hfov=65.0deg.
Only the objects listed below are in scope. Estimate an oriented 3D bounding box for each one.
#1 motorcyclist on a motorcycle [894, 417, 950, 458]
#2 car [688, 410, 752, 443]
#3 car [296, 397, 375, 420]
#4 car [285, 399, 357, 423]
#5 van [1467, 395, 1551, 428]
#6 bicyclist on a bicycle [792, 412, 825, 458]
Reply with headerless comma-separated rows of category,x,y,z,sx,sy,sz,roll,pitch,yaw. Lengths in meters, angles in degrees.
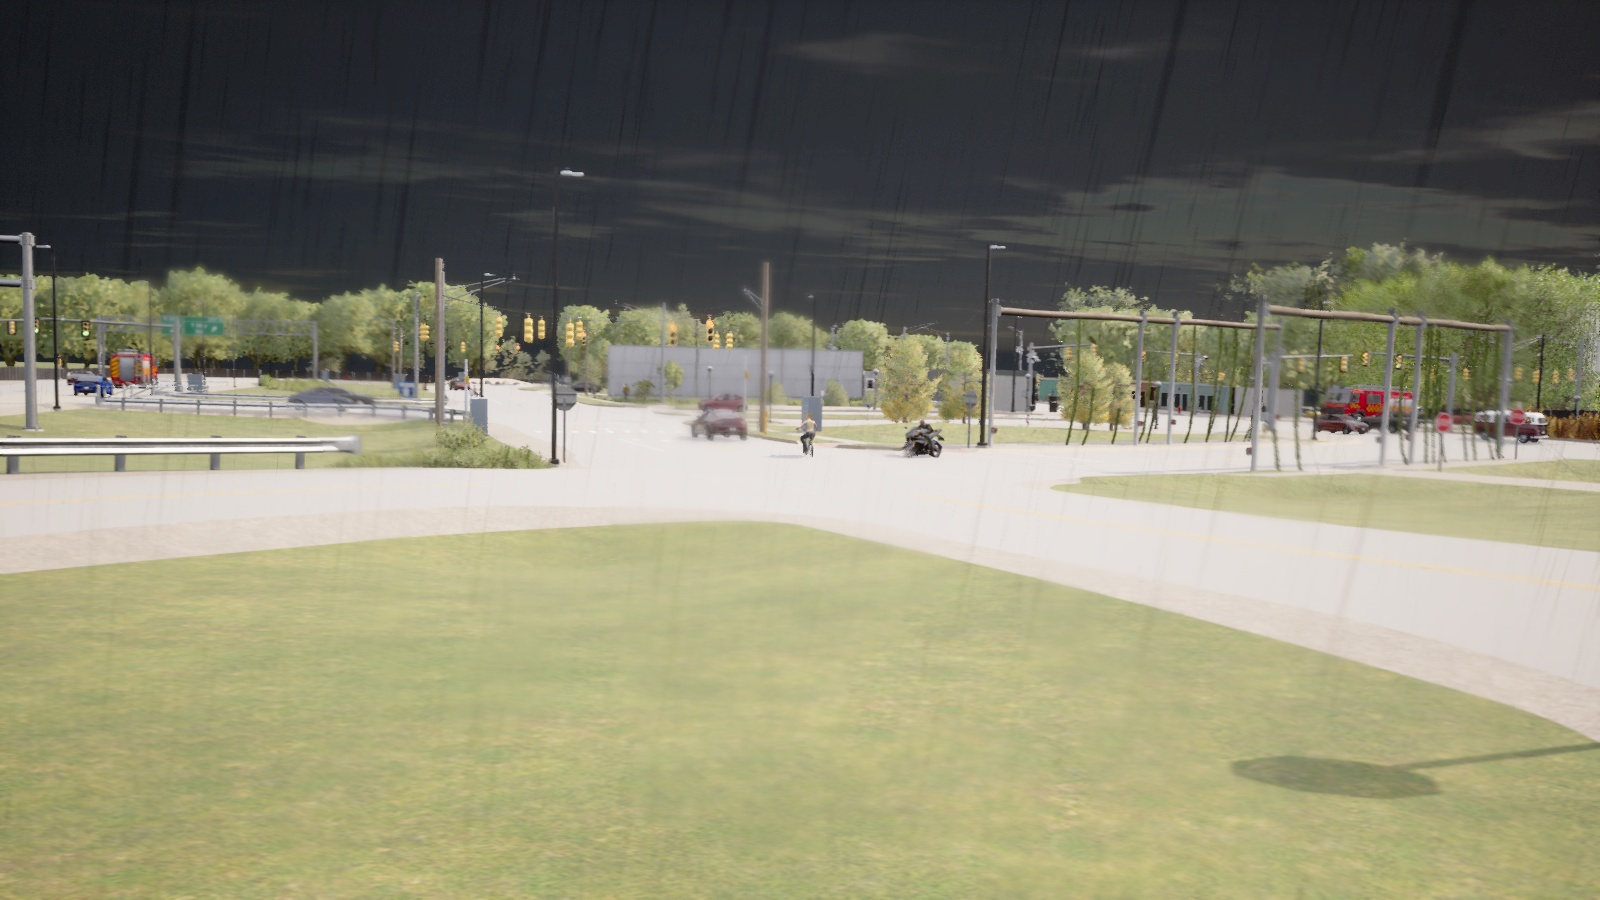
motorcyclist on a motorcycle,4.758,-0.513,48.833,2.191,1.530,0.866,-1,5,-43
car,-3.826,-1.142,59.324,1.812,1.442,4.674,-1,3,-19
car,-31.164,-2.805,84.275,4.892,1.490,1.837,-1,4,-20
car,-30.731,-2.503,80.641,4.181,1.385,1.994,0,3,-17
van,48.266,-2.647,85.566,2.069,2.038,4.480,-4,6,-37
bicyclist on a bicycle,0.289,-0.566,46.469,0.866,1.612,1.509,-1,3,-13
